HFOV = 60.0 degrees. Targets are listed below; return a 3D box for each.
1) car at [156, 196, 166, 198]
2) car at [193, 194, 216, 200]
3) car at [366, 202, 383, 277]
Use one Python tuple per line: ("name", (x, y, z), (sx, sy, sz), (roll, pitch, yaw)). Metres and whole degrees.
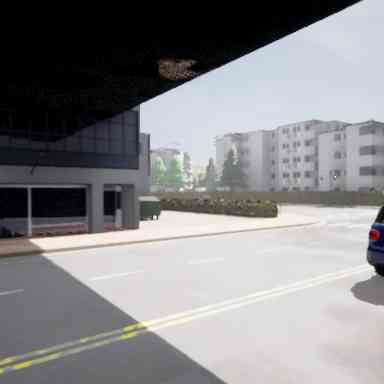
("car", (-4.699, 1.335, 50.236), (1.812, 1.442, 4.674), (-1, 0, -36))
("car", (1.853, 1.135, 47.115), (2.097, 1.767, 4.553), (-1, 0, -36))
("car", (6.760, 1.144, 8.612), (5.566, 2.045, 2.150), (-1, 0, -35))
